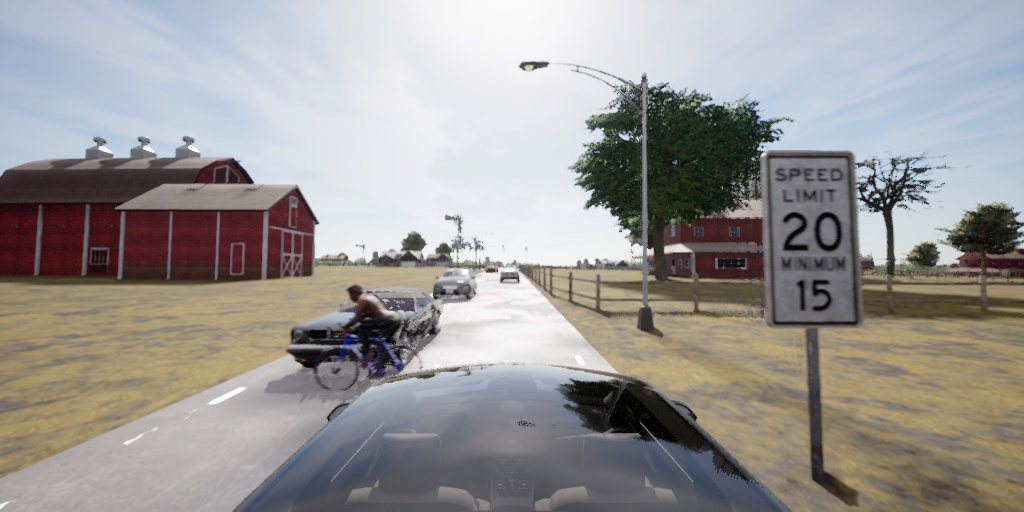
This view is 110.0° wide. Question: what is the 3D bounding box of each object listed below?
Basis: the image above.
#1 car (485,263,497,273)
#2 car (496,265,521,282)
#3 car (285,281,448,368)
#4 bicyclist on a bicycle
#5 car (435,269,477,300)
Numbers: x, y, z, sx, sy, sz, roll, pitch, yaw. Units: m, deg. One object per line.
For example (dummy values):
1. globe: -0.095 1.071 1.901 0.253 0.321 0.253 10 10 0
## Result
1. car: -3.303 1.943 59.630 2.097 1.767 4.553 0 -1 0
2. car: -0.169 1.700 33.924 2.033 1.411 5.357 0 -1 0
3. car: -2.892 1.425 8.179 1.895 1.301 4.718 0 -1 0
4. bicyclist on a bicycle: -2.189 1.248 5.428 1.656 1.620 0.582 -2 -1 0
5. car: -2.981 1.454 19.486 2.128 1.511 4.902 0 -1 -1
